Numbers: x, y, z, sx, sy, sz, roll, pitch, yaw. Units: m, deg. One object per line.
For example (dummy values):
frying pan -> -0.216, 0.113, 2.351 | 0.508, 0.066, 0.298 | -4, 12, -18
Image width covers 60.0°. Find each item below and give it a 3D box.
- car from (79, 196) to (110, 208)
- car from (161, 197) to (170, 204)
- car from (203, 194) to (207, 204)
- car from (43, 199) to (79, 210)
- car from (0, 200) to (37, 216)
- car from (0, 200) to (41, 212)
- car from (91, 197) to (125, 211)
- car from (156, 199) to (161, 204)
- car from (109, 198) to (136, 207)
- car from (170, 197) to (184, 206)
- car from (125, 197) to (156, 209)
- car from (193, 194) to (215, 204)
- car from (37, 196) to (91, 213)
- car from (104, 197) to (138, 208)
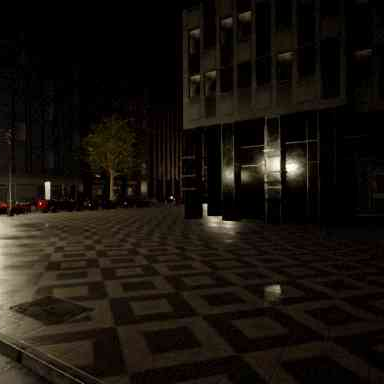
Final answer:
car -> -14.377, 1.486, 49.328 | 1.967, 1.590, 4.097 | -1, 0, 35
car -> -4.745, 1.576, 63.238 | 1.947, 1.339, 4.313 | -1, 0, 35
car -> 2.258, 1.224, 58.381 | 2.192, 1.841, 5.009 | -1, 0, 35
car -> -17.585, 1.643, 44.691 | 1.802, 1.307, 4.206 | -1, 0, 35
car -> -16.998, 1.577, 30.563 | 1.802, 1.307, 4.206 | -1, 0, 35
car -> -20.795, 1.644, 40.055 | 1.947, 1.339, 4.313 | -1, 0, 35
car -> -10.579, 1.526, 39.836 | 1.947, 1.339, 4.313 | -1, 0, 35
car -> -8.052, 1.546, 58.461 | 1.752, 1.417, 4.829 | -1, 0, 35
car -> -11.165, 1.615, 53.965 | 1.802, 1.307, 4.206 | -1, 0, 35
car -> -0.951, 1.464, 53.744 | 1.887, 1.381, 4.507 | -1, 0, 35
car -> -7.370, 1.510, 44.471 | 1.947, 1.339, 4.313 | -1, 0, 35
car -> 2.339, 1.285, 63.028 | 2.097, 1.767, 4.553 | -1, 0, 35
car -> -13.790, 1.292, 35.201 | 2.192, 1.841, 5.009 | -1, 0, 35
car -> -10.617, 1.484, 49.895 | 1.882, 1.535, 5.008 | -1, 0, 35
